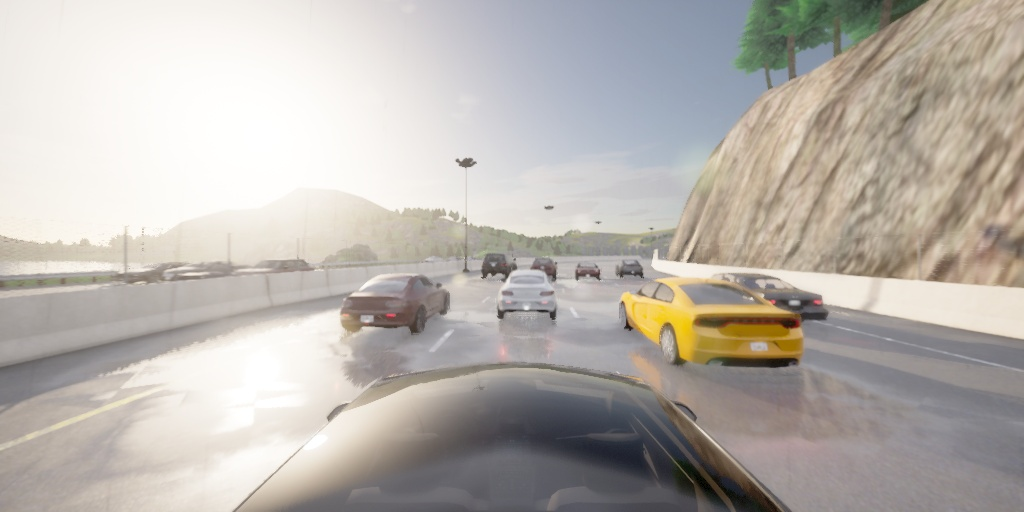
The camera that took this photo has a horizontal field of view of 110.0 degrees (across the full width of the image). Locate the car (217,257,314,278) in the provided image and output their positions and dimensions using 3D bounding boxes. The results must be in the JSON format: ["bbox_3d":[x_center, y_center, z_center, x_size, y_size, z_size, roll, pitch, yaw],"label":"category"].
[{"bbox_3d":[-13.039,0.926,19.734,2.097,1.767,4.553,0,0,6],"label":"car"}]

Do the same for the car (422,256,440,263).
[{"bbox_3d":[-14.059,0.759,63.830,1.812,1.442,4.674,0,1,19],"label":"car"}]

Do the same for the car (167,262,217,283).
[{"bbox_3d":[-16.477,1.157,20.750,1.895,1.301,4.718,0,0,6],"label":"car"}]

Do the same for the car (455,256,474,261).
[{"bbox_3d":[-7.475,0.796,61.428,1.812,1.442,4.674,0,0,19],"label":"car"}]

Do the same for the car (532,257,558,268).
[{"bbox_3d":[2.712,0.892,30.104,2.097,1.767,4.553,0,0,9],"label":"car"}]

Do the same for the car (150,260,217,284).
[{"bbox_3d":[-19.692,1.019,23.275,2.128,1.511,4.902,0,0,7],"label":"car"}]

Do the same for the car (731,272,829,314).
[{"bbox_3d":[7.489,1.242,11.792,2.033,1.411,5.357,0,0,4],"label":"car"}]

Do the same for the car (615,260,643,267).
[{"bbox_3d":[9.843,1.051,30.294,2.128,1.511,4.902,0,0,10],"label":"car"}]

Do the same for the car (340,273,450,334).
[{"bbox_3d":[-3.091,1.201,10.226,1.812,1.442,4.674,0,0,3],"label":"car"}]

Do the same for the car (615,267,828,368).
[{"bbox_3d":[3.807,1.192,7.861,1.882,1.535,5.008,0,0,2],"label":"car"}]

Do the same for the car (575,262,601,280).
[{"bbox_3d":[6.006,1.161,28.799,1.895,1.301,4.718,0,0,10],"label":"car"}]

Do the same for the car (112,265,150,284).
[{"bbox_3d":[-23.133,1.057,24.255,2.033,1.411,5.357,0,0,7],"label":"car"}]

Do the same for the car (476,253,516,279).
[{"bbox_3d":[-0.964,0.755,29.541,2.150,2.045,5.566,0,0,9],"label":"car"}]

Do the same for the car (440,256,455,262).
[{"bbox_3d":[-10.412,0.770,63.644,1.812,1.442,4.674,0,0,19],"label":"car"}]

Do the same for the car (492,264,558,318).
[{"bbox_3d":[0.555,1.195,12.431,1.812,1.442,4.674,0,0,4],"label":"car"}]
